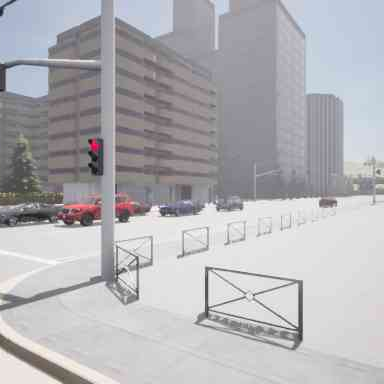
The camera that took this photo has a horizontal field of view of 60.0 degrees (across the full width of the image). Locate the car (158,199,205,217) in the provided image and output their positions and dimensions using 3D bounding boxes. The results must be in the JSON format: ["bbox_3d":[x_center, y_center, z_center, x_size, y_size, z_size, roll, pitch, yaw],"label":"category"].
[{"bbox_3d":[-1.075,1.601,31.614,1.895,1.301,4.718,0,0,35],"label":"car"}]

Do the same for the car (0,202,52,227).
[{"bbox_3d":[-11.281,1.492,22.970,2.128,1.511,4.902,0,0,35],"label":"car"}]

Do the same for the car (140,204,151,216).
[{"bbox_3d":[-6.022,1.601,30.602,1.895,1.301,4.718,0,0,35],"label":"car"}]

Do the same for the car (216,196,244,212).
[{"bbox_3d":[4.609,1.526,39.837,1.812,1.442,4.674,0,0,35],"label":"car"}]

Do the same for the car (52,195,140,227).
[{"bbox_3d":[-6.618,1.221,23.569,2.150,2.045,5.566,0,0,35],"label":"car"}]

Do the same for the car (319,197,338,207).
[{"bbox_3d":[20.802,1.478,50.701,1.882,1.535,5.008,0,0,35],"label":"car"}]

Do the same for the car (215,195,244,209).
[{"bbox_3d":[5.314,1.352,46.984,2.097,1.767,4.553,0,0,35],"label":"car"}]
